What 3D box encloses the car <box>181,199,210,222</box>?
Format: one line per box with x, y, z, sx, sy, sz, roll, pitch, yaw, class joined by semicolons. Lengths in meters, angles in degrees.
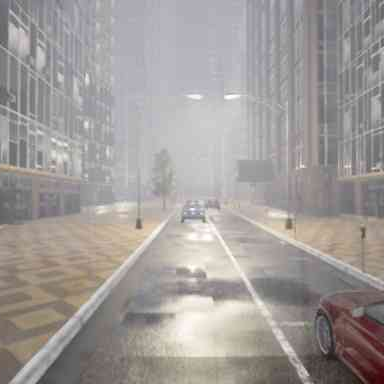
0.095;1.558;26.010;2.033;1.411;5.357;0;0;0;car

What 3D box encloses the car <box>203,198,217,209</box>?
2.568;1.612;47.627;1.802;1.307;4.206;1;0;0;car

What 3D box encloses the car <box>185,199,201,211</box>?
0.093;1.589;42.742;1.994;1.385;4.181;0;0;0;car

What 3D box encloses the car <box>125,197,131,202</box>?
-17.468;1.841;82.764;4.403;1.369;2.008;-1;-1;14;car

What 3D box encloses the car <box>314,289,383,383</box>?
2.576;1.582;3.086;1.802;1.307;4.206;1;0;0;car

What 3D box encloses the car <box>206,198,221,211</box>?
2.571;1.464;42.060;1.967;1.590;4.097;1;0;0;car

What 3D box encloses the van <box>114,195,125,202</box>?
-17.843;1.483;74.598;3.998;1.788;1.690;0;-1;14;van
